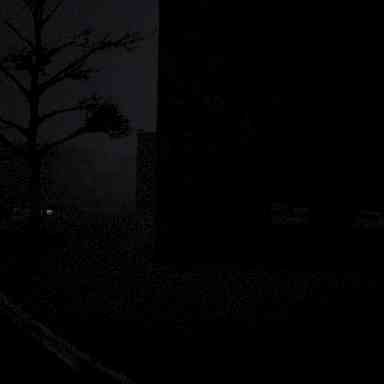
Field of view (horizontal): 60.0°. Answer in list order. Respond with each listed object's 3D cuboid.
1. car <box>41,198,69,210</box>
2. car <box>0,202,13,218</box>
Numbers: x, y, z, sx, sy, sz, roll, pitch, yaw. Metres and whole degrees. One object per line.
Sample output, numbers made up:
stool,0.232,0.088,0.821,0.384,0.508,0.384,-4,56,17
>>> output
car,-18.461,1.586,44.526,1.812,1.442,4.674,1,0,16
car,-15.975,1.456,26.556,1.882,1.535,5.008,1,0,-10
